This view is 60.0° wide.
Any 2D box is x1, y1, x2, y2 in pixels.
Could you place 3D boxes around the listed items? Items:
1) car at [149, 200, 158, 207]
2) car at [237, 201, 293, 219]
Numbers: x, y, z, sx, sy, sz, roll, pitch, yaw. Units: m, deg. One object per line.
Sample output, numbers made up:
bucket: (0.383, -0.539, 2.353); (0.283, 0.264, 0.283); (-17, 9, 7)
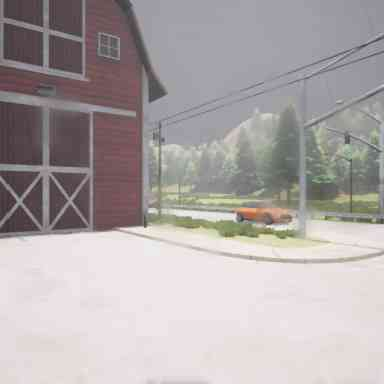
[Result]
car: (-6.523, 1.852, 49.614); (1.812, 1.442, 4.674); (0, 0, -34)
car: (5.500, 1.530, 25.628); (2.097, 1.767, 4.553); (0, -1, -34)
